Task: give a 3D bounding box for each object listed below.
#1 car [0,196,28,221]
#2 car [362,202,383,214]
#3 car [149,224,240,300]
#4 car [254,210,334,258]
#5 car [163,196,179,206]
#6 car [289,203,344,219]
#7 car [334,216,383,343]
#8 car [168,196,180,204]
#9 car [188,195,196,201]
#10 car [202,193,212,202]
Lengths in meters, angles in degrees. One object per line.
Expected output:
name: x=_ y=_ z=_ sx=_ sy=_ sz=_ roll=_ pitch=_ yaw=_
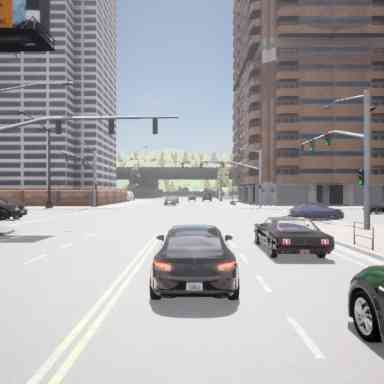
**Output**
car: x=-16.126 y=1.221 z=26.504 sx=5.566 sy=2.045 sz=2.150 roll=0 pitch=0 yaw=4
car: x=19.963 y=1.601 z=33.724 sx=4.718 sy=1.301 sz=1.895 roll=0 pitch=0 yaw=1
car: x=0.062 y=1.526 z=8.249 sx=1.812 sy=1.442 sz=4.674 roll=0 pitch=0 yaw=0
car: x=3.605 y=1.601 z=12.702 sx=1.895 sy=1.301 sz=4.718 roll=0 pitch=0 yaw=1
car: x=-3.590 y=1.492 z=54.818 sx=2.128 sy=1.511 sz=4.902 roll=0 pitch=0 yaw=-1
car: x=9.869 y=1.564 z=26.597 sx=4.181 sy=1.385 sz=1.994 roll=0 pitch=0 yaw=0
car: x=3.601 y=1.352 z=3.617 sx=2.097 sy=1.767 sz=4.553 roll=0 pitch=0 yaw=0
car: x=-3.530 y=1.492 z=65.222 sx=2.128 sy=1.511 sz=4.902 roll=0 pitch=0 yaw=1
car: x=0.014 y=1.425 z=77.292 sx=1.837 sy=1.490 sz=4.892 roll=0 pitch=0 yaw=0
car: x=3.514 y=1.225 z=78.002 sx=2.150 sy=2.045 sz=5.566 roll=0 pitch=0 yaw=0
